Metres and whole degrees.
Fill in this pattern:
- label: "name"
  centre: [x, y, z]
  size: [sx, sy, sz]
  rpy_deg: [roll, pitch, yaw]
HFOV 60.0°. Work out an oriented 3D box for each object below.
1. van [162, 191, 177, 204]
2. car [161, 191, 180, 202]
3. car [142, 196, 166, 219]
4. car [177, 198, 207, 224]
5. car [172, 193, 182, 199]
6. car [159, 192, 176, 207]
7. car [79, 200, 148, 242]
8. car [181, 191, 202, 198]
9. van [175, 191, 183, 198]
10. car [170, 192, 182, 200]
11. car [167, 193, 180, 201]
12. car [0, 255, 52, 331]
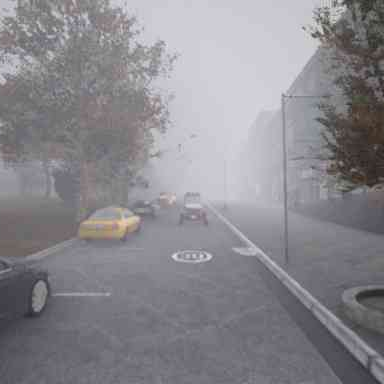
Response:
- label: "van"
  centre: [-3.660, 0.860, 54.714]
  size: [1.878, 1.987, 4.442]
  rpy_deg: [0, 0, 2]
- label: "car"
  centre: [-3.662, 0.878, 49.055]
  size: [2.435, 2.045, 5.566]
  rpy_deg: [0, 0, 2]
- label: "car"
  centre: [-3.657, 1.330, 26.775]
  size: [2.163, 1.488, 4.792]
  rpy_deg: [0, 0, 2]
- label: "car"
  centre: [0.089, 1.371, 23.231]
  size: [1.812, 1.442, 4.674]
  rpy_deg: [0, 1, 0]
- label: "car"
  centre: [-3.669, 0.933, 82.447]
  size: [2.002, 1.452, 4.674]
  rpy_deg: [0, 0, 2]
- label: "car"
  centre: [-3.661, 1.173, 43.453]
  size: [2.097, 1.535, 5.008]
  rpy_deg: [0, 0, 2]
- label: "car"
  centre: [-3.649, 1.375, 15.789]
  size: [1.946, 1.575, 5.366]
  rpy_deg: [0, 0, 2]
- label: "car"
  centre: [0.095, 0.934, 41.105]
  size: [2.150, 2.045, 5.566]
  rpy_deg: [0, 1, 0]
- label: "van"
  centre: [-3.667, 0.592, 93.706]
  size: [1.878, 1.987, 4.442]
  rpy_deg: [0, 0, 2]
- label: "car"
  centre: [-3.669, 0.805, 76.847]
  size: [2.185, 1.767, 4.553]
  rpy_deg: [0, 0, 2]
- label: "car"
  centre: [-3.666, 1.006, 65.733]
  size: [2.097, 1.535, 5.008]
  rpy_deg: [0, 0, 2]
- label: "car"
  centre: [-3.654, 1.453, 4.455]
  size: [2.231, 1.521, 4.892]
  rpy_deg: [0, 0, 2]
